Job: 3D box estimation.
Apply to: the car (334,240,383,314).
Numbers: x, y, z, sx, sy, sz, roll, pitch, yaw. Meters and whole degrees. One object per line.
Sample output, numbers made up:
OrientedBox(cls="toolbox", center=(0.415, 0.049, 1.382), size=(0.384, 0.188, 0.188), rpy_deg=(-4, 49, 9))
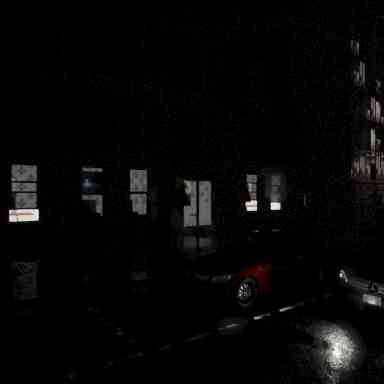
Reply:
OrientedBox(cls="car", center=(4.877, 1.525, 6.871), size=(4.674, 1.442, 1.812), rpy_deg=(0, 0, -36))

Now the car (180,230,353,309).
OrientedBox(cls="car", center=(1.710, 1.582, 7.791), size=(4.206, 1.307, 1.802), rpy_deg=(0, 0, -36))
